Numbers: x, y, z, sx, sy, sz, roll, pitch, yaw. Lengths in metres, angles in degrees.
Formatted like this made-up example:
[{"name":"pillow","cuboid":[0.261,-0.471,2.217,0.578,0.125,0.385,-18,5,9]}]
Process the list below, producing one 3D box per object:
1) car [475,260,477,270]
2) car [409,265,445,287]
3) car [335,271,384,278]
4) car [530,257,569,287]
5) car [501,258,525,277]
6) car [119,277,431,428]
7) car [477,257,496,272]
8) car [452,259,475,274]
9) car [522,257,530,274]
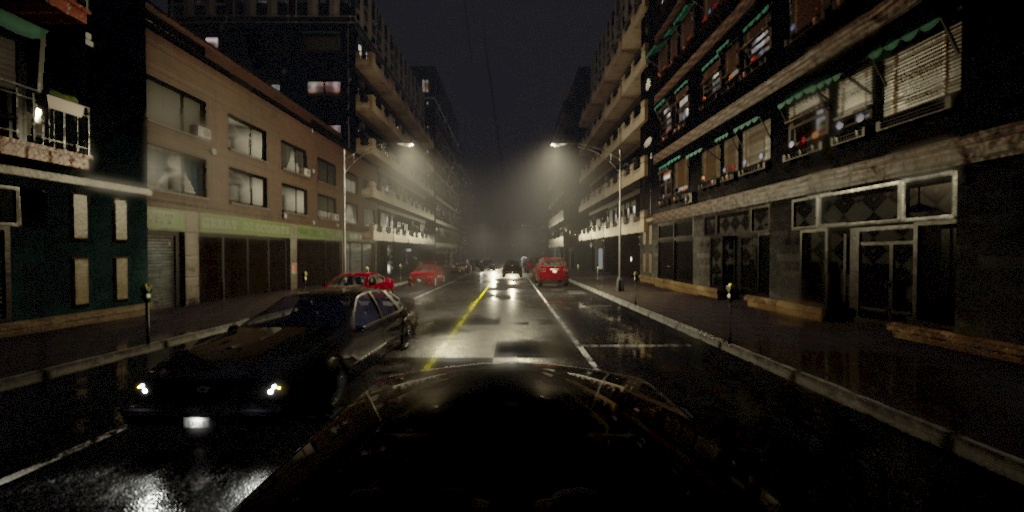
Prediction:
[{"name":"car","cuboid":[-5.786,1.275,47.241,1.888,1.381,4.507,0,0,0]},{"name":"car","cuboid":[-5.739,1.280,24.502,1.888,1.381,4.507,0,0,0]},{"name":"car","cuboid":[-5.716,1.285,13.132,1.888,1.381,4.507,0,0,0]},{"name":"car","cuboid":[2.642,1.049,24.516,2.192,1.841,5.009,0,0,0]},{"name":"car","cuboid":[0.027,1.237,34.967,1.837,1.490,4.892,0,0,0]},{"name":"car","cuboid":[-3.142,1.293,6.286,2.033,1.411,5.357,0,0,1]},{"name":"car","cuboid":[-3.185,1.256,47.064,1.812,1.442,4.674,0,0,0]},{"name":"car","cuboid":[-5.774,1.170,41.556,1.967,1.591,4.097,0,0,0]},{"name":"car","cuboid":[2.607,1.045,41.570,2.192,1.841,5.009,0,0,0]}]
